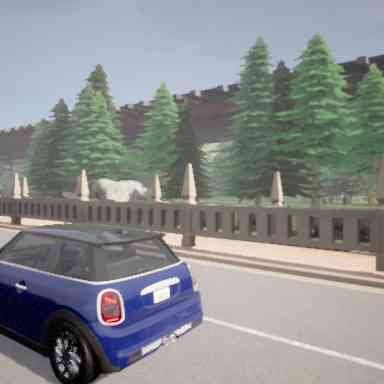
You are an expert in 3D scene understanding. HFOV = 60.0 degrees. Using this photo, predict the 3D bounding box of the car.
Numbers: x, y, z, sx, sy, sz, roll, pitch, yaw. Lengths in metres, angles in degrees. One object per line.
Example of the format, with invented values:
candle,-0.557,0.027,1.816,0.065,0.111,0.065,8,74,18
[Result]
car,-2.115,1.305,5.506,4.553,1.767,2.097,1,1,36
